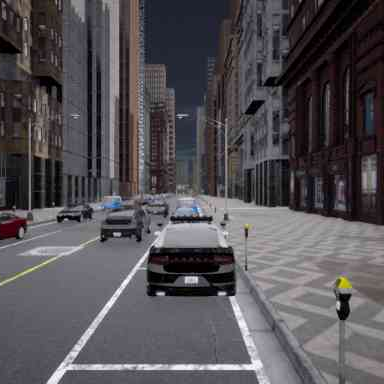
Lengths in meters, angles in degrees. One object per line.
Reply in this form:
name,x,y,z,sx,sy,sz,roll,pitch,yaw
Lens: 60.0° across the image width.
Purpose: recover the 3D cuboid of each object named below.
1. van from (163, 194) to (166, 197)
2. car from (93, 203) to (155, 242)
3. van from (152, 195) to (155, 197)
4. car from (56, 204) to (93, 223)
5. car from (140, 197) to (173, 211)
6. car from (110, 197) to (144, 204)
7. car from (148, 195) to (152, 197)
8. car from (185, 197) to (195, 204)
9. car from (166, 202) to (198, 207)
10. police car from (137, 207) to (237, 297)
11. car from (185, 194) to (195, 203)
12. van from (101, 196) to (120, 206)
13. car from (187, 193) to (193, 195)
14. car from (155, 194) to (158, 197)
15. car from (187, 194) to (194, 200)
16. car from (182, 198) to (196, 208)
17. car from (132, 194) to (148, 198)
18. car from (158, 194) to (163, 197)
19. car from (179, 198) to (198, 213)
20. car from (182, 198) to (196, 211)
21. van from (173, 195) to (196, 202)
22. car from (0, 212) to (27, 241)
van,-8.911,1.385,93.363,1.690,1.788,3.998,0,0,0
car,-3.146,1.510,16.423,1.837,1.490,4.892,0,1,0
van,-8.911,1.369,65.180,1.690,1.788,3.998,0,0,0
car,-8.910,1.573,25.722,1.947,1.339,4.313,0,0,0
car,-3.053,1.501,30.333,2.128,1.511,4.902,0,0,0
car,-6.240,1.558,32.961,2.033,1.411,5.357,0,0,0
car,-8.910,1.570,59.543,1.887,1.381,4.507,0,0,0
car,-0.385,1.594,65.189,1.947,1.339,4.313,0,0,0
car,-0.385,1.530,20.269,1.752,1.417,4.829,0,0,0
police car,-0.012,1.426,8.760,1.930,1.638,5.238,0,0,0
car,-0.386,1.346,70.826,2.192,1.841,5.009,0,0,0
van,-8.911,1.354,36.996,1.690,1.788,3.998,0,0,0
car,-0.386,1.465,59.552,1.967,1.590,4.097,0,0,0
car,-8.911,1.471,70.817,1.967,1.590,4.097,0,0,0
car,-0.386,1.484,93.370,1.967,1.590,4.097,0,0,0
car,-0.385,1.570,48.280,2.008,1.369,4.403,0,0,0
car,-8.911,1.337,53.906,2.192,1.841,5.009,0,0,0
car,-8.911,1.478,82.090,1.967,1.590,4.097,0,0,0
car,-0.386,1.453,37.008,1.967,1.590,4.097,0,0,0
car,-0.385,1.541,42.814,1.752,1.417,4.829,0,0,0
van,-0.386,1.348,25.735,1.690,1.788,3.998,0,0,0
car,-8.910,1.547,14.449,1.887,1.381,4.507,0,0,0
